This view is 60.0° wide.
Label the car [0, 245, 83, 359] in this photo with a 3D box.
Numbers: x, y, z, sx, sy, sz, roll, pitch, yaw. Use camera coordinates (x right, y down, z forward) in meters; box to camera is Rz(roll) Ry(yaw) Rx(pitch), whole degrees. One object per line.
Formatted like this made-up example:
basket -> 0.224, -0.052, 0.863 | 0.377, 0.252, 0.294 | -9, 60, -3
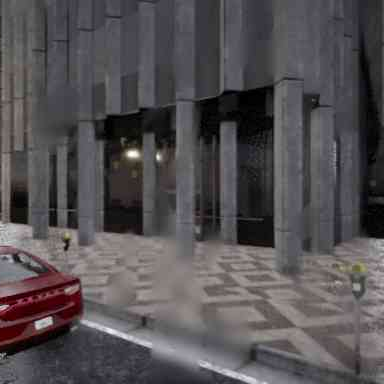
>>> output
car -> -3.746, 1.588, 5.634 | 4.507, 1.381, 1.887 | 0, 0, 36
